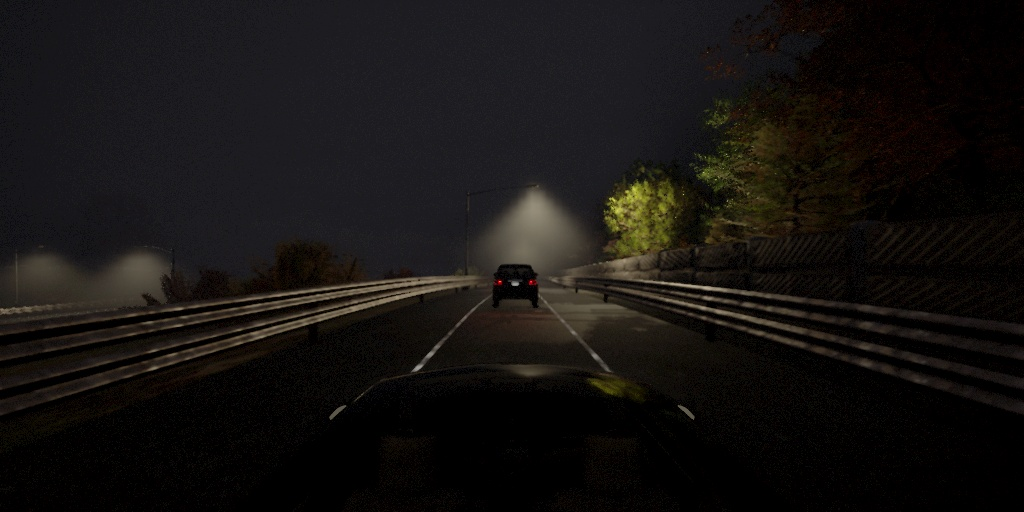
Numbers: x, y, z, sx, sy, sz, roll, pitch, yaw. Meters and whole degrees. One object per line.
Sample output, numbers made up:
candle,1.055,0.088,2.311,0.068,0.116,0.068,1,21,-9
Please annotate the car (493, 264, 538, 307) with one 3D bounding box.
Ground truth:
car,0.196,1.475,18.785,2.150,2.045,5.566,0,-2,1
